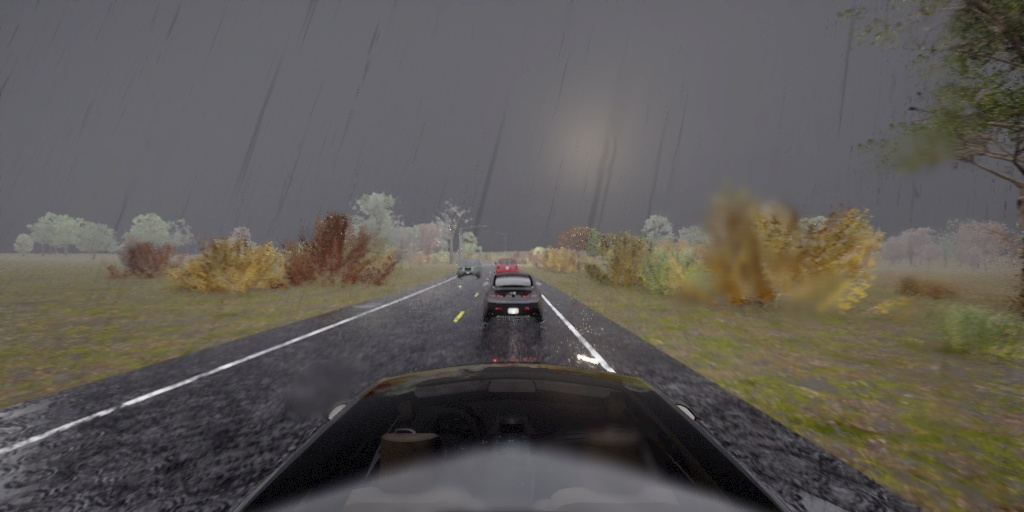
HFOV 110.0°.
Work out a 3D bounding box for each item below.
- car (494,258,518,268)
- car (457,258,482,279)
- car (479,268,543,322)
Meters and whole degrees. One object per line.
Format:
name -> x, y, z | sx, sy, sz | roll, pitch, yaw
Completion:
car -> -0.542, 1.196, 35.263 | 2.150, 2.045, 5.566 | 0, 0, -2
car -> -4.155, 1.203, 35.784 | 2.150, 2.045, 5.566 | 0, 0, -2
car -> 0.013, 1.337, 12.703 | 1.837, 1.490, 4.892 | 0, 0, -1
